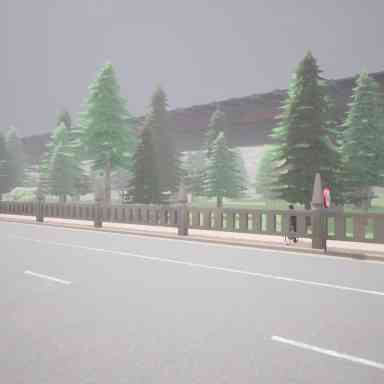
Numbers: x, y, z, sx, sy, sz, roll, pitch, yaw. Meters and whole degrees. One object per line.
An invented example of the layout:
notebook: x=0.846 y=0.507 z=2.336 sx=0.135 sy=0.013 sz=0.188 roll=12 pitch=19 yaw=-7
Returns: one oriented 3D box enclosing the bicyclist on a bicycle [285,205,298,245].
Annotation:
bicyclist on a bicycle: x=4.104 y=1.343 z=13.601 sx=0.582 sy=1.620 sz=1.656 roll=-1 pitch=-4 yaw=35
